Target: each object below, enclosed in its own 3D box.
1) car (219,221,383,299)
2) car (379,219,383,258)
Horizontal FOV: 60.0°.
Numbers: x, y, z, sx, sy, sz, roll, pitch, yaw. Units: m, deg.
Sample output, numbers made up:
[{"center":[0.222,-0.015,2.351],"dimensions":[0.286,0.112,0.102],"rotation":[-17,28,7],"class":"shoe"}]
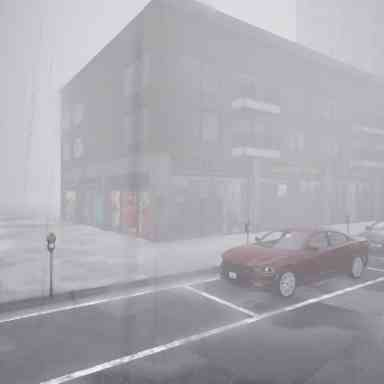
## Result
[{"center":[2.703,1.544,8.454],"dimensions":[4.507,1.381,1.887],"rotation":[0,0,-35],"class":"car"},{"center":[7.204,1.581,11.658],"dimensions":[4.206,1.307,1.802],"rotation":[0,0,-35],"class":"car"}]
